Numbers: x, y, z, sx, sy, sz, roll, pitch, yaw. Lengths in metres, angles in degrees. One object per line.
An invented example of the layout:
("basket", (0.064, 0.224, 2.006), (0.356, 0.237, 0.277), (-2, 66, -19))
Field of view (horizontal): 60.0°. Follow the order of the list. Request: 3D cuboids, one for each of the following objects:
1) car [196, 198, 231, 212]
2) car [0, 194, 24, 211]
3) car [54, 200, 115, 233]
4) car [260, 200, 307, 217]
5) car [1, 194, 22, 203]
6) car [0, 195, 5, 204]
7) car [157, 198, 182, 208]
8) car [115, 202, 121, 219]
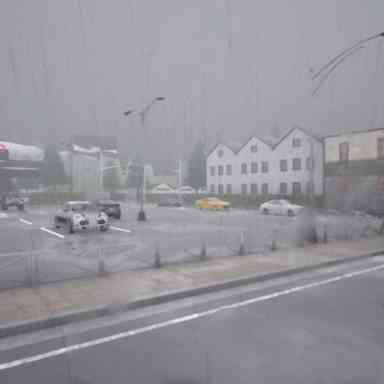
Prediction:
("car", (2.398, 1.407, 38.612), (1.882, 1.535, 5.008), (0, 0, -35))
("car", (-20.375, 1.116, 37.768), (1.905, 1.878, 3.866), (0, 0, -36))
("car", (-5.853, 1.271, 17.507), (1.970, 1.475, 3.806), (0, 0, -36))
("car", (8.276, 1.454, 30.393), (1.812, 1.442, 4.674), (0, 0, -36))
("car", (-39.523, 1.374, 72.844), (3.866, 1.878, 1.905), (0, 0, -36))
("car", (-39.748, 1.523, 65.715), (4.611, 1.667, 2.242), (0, 0, -36))
("car", (-3.102, 1.491, 46.382), (1.994, 1.385, 4.181), (0, 0, -35))
("car", (-6.986, 1.353, 25.369), (2.007, 1.523, 4.514), (0, 0, -36))
